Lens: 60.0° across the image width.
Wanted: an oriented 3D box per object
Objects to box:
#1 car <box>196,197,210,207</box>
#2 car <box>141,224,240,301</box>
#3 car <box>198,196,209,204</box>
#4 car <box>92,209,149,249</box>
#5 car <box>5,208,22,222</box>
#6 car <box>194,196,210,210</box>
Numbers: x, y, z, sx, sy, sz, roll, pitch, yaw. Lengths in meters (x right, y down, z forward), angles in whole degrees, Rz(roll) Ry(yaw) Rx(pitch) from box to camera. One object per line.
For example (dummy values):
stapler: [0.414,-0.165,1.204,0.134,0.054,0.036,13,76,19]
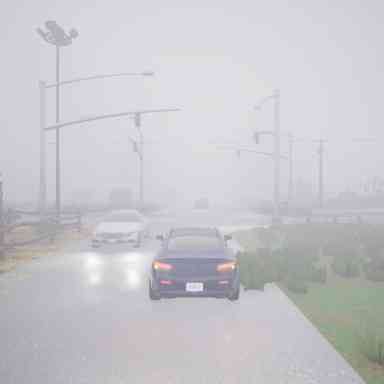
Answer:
car: [1.750,1.512,53.040,2.033,1.411,5.357,0,0,2]
car: [0.049,1.526,8.230,1.812,1.442,4.674,0,0,0]
car: [2.283,1.512,63.551,2.033,1.411,5.357,0,0,3]
car: [-3.002,1.527,14.812,1.812,1.442,4.674,0,1,0]
car: [-14.524,1.563,23.812,4.181,1.385,1.994,0,0,0]
car: [1.272,1.512,42.890,2.033,1.411,5.357,0,0,3]
